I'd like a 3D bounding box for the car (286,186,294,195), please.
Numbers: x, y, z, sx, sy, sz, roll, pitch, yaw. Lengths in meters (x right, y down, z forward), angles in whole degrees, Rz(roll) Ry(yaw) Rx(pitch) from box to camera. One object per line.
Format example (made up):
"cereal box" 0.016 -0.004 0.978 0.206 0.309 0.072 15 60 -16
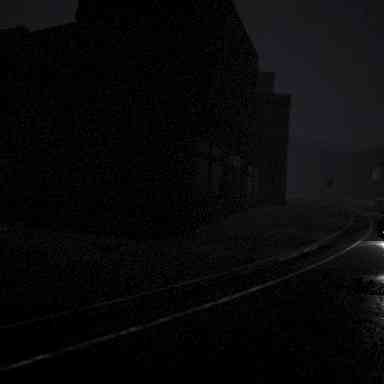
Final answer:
"car" 15.538 -0.334 56.696 1.837 1.490 4.892 4 2 -16

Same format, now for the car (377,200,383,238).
"car" 9.729 1.326 15.191 1.994 1.385 4.181 1 2 33

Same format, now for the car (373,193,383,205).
"car" 20.943 0.789 35.179 2.128 1.511 4.902 3 2 8
